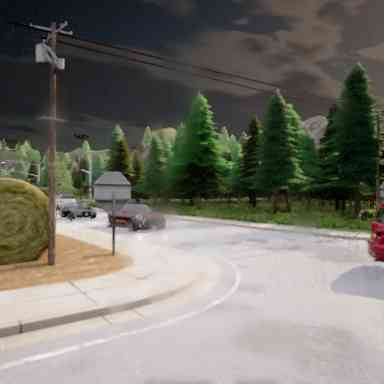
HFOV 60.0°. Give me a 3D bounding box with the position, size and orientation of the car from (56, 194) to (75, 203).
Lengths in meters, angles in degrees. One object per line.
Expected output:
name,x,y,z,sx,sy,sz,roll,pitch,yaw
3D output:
car,-16.998,1.328,43.567,2.150,2.045,5.566,0,0,-38

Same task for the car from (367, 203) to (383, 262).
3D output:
car,7.834,1.309,8.927,5.566,2.045,2.150,0,1,27

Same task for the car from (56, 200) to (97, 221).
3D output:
car,-9.795,1.652,28.604,1.994,1.385,4.181,0,0,-38

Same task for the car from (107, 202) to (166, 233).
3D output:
car,-3.508,1.443,20.664,2.097,1.767,4.553,0,0,-38
